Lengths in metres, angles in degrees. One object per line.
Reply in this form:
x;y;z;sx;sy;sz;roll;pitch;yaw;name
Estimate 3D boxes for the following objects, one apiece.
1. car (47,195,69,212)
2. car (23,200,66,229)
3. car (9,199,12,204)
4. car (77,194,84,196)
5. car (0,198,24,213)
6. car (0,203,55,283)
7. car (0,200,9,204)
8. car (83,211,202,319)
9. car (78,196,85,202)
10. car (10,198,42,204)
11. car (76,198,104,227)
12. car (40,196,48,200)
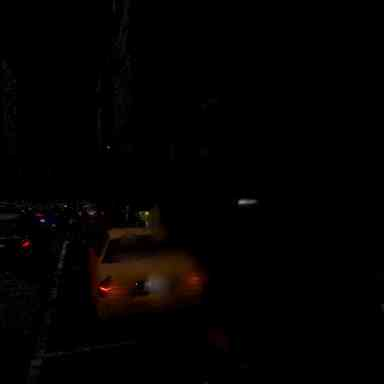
-15.389;1.524;38.614;1.801;1.575;5.366;-1;0;-19;car
-9.421;1.524;21.518;1.882;1.535;5.008;-1;0;-19;car
-20.507;1.749;36.065;1.802;1.307;4.206;-1;0;-19;car
-26.232;1.536;79.128;1.967;1.590;4.097;-1;0;-19;car
-22.294;1.613;41.268;1.967;1.590;4.097;-1;0;-19;car
-5.317;1.387;9.556;2.097;1.767;4.553;-1;0;-19;car
-18.722;1.726;30.861;1.947;1.339;4.313;-1;0;-19;car
-1.414;1.436;7.574;1.801;1.575;5.366;-1;0;-19;car
-28.031;1.636;84.410;1.752;1.417;4.829;-1;0;-19;car
-17.440;1.644;35.133;1.812;1.442;4.674;-1;0;-19;car
-7.091;1.439;23.219;1.967;1.590;4.097;-1;0;-19;car
-34.296;1.829;76.376;1.802;1.307;4.206;-1;0;-19;car
